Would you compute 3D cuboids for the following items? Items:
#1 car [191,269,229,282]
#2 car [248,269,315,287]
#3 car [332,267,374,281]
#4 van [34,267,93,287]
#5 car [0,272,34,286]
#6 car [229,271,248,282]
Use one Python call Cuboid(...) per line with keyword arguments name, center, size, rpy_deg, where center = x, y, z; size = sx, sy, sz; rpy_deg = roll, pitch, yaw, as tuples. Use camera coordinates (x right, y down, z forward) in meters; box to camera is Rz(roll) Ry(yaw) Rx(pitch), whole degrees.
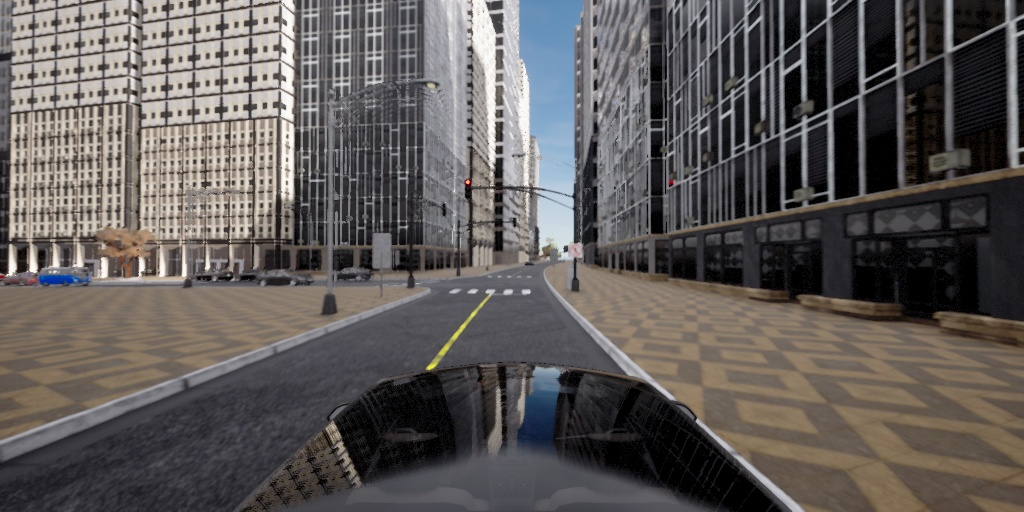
Cuboid(name="car", center=(-32.740, 2.136, 39.271), size=(4.313, 1.339, 1.948), rpy_deg=(0, 0, 10))
Cuboid(name="car", center=(-17.644, 1.721, 28.001), size=(4.403, 1.370, 2.007), rpy_deg=(0, 0, 10))
Cuboid(name="car", center=(-16.141, 1.817, 36.245), size=(4.403, 1.370, 2.007), rpy_deg=(0, 0, 10))
Cuboid(name="van", center=(-39.778, 1.918, 32.036), size=(3.998, 1.789, 1.690), rpy_deg=(0, 0, 10))
Cuboid(name="car", center=(-49.134, 2.358, 36.477), size=(4.181, 1.385, 1.994), rpy_deg=(-1, -1, 10))
Cuboid(name="car", center=(-27.207, 2.034, 38.262), size=(4.313, 1.339, 1.948), rpy_deg=(0, 0, 10))
